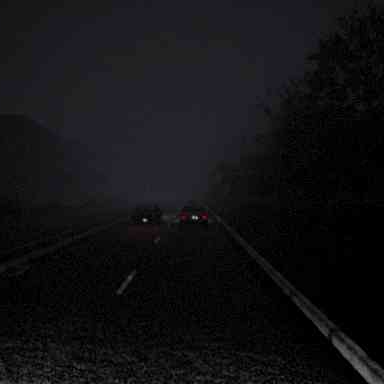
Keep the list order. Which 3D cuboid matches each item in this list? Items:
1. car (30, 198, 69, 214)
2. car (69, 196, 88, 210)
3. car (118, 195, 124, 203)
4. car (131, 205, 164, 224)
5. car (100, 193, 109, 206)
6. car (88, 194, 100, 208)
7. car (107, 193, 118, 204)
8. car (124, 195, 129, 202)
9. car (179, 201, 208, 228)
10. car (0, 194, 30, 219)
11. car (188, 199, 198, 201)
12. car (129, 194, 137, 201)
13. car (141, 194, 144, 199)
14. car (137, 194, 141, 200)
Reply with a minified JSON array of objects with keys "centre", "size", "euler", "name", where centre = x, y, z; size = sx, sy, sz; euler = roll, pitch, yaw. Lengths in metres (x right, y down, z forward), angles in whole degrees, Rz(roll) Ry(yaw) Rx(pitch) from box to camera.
[{"centre":[-15.171,1.423,34.698],"size":[2.231,1.521,4.892],"euler":[0,0,0],"name":"car"},{"centre":[-15.146,1.419,41.570],"size":[1.946,1.575,5.366],"euler":[0,0,0],"name":"car"},{"centre":[-15.247,1.423,63.986],"size":[2.231,1.521,4.892],"euler":[0,0,0],"name":"car"},{"centre":[-3.150,1.596,24.484],"size":[1.895,1.301,4.718],"euler":[0,0,0],"name":"car"},{"centre":[-15.195,1.419,52.620],"size":[1.946,1.575,5.366],"euler":[0,0,0],"name":"car"},{"centre":[-15.171,1.296,47.312],"size":[2.185,1.767,4.553],"euler":[0,0,0],"name":"car"},{"centre":[-15.220,1.171,58.303],"size":[2.435,2.045,5.566],"euler":[0,0,0],"name":"car"},{"centre":[-15.269,1.423,69.513],"size":[2.231,1.521,4.892],"euler":[0,0,0],"name":"car"},{"centre":[0.098,1.543,21.982],"size":[2.033,1.411,5.357],"euler":[0,0,0],"name":"car"},{"centre":[-15.074,1.170,25.277],"size":[2.435,2.045,5.566],"euler":[0,0,0],"name":"car"},{"centre":[0.101,1.556,41.019],"size":[1.994,1.385,4.181],"euler":[0,0,0],"name":"car"},{"centre":[-15.319,1.419,80.370],"size":[1.946,1.575,5.366],"euler":[0,0,0],"name":"car"},{"centre":[-15.357,1.420,91.423],"size":[1.946,1.575,5.366],"euler":[0,0,0],"name":"car"},{"centre":[-15.341,1.297,86.113],"size":[2.185,1.767,4.553],"euler":[0,0,0],"name":"car"}]
